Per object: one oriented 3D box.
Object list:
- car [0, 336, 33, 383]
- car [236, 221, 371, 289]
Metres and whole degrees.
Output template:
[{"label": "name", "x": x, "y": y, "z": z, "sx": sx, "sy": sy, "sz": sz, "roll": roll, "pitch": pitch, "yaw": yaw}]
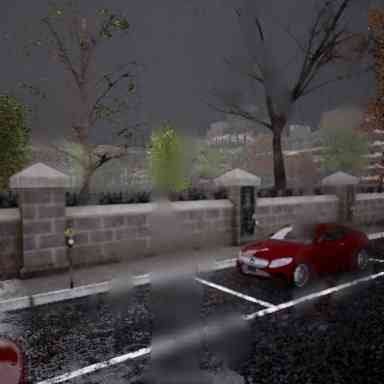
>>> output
[{"label": "car", "x": -3.068, "y": 1.559, "z": 1.192, "sx": 4.674, "sy": 1.442, "sz": 1.812, "roll": -1, "pitch": 1, "yaw": -35}, {"label": "car", "x": 3.050, "y": 1.447, "z": 8.685, "sx": 4.206, "sy": 1.307, "sz": 1.802, "roll": -1, "pitch": 0, "yaw": -35}]
